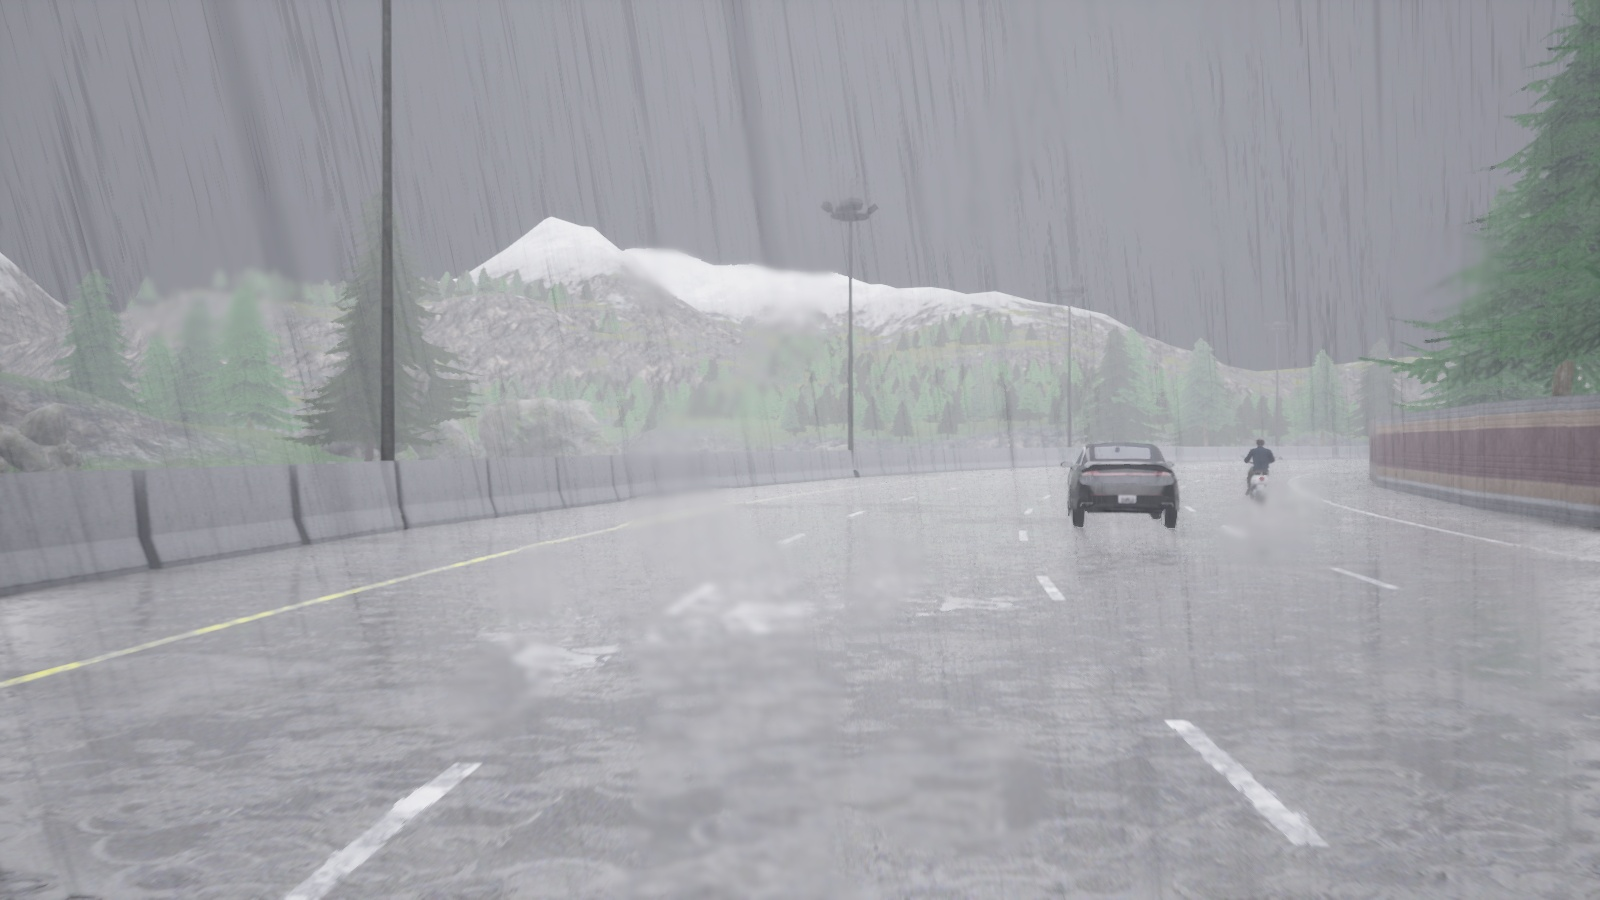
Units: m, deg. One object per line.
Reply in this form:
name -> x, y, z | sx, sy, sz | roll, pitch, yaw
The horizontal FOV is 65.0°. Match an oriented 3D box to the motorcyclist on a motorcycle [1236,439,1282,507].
motorcyclist on a motorcycle -> 11.242, 0.537, 30.790 | 0.866, 1.590, 1.817 | 1, 1, 15

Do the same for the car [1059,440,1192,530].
car -> 6.023, 0.574, 23.745 | 2.128, 1.511, 4.902 | 0, 0, 11
